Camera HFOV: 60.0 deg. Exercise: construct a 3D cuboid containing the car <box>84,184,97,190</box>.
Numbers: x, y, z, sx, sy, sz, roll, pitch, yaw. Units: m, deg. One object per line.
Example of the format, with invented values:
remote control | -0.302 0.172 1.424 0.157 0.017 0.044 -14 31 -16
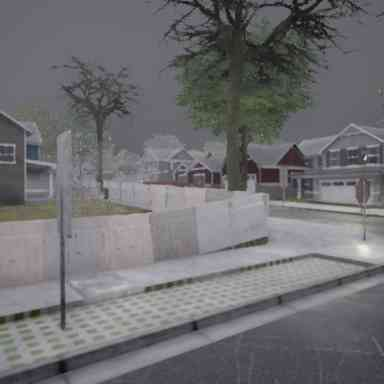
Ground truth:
car | -14.729 -0.827 49.252 1.812 1.442 4.674 -1 3 -34
